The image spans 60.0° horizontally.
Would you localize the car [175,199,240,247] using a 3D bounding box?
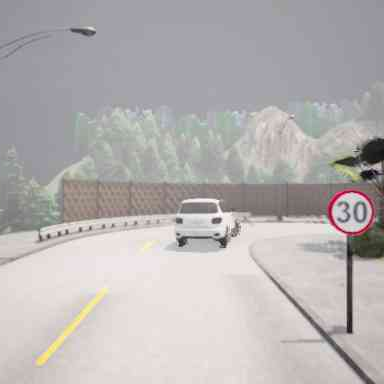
[{"bbox_3d":[0.840,1.330,15.890,2.150,2.045,5.566,-1,-1,14],"label":"car"}]
